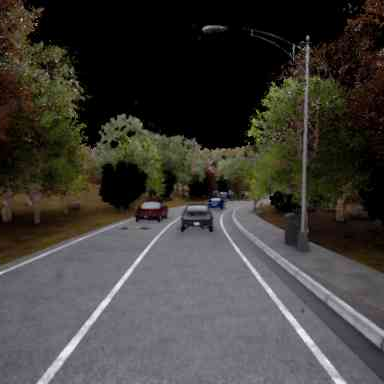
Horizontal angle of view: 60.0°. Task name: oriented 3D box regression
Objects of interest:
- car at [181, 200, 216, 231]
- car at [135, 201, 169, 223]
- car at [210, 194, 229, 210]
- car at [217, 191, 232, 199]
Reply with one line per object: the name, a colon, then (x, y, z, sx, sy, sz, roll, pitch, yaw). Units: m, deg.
car: (0.359, 1.475, 20.545, 1.837, 1.490, 4.892, 0, 0, 2)
car: (-3.007, 1.426, 25.565, 1.882, 1.535, 5.008, 0, 0, 5)
car: (3.267, 1.459, 42.936, 1.882, 1.535, 5.008, 1, 0, 12)
car: (6.328, 0.822, 65.418, 2.150, 2.045, 5.566, 2, 0, 22)
